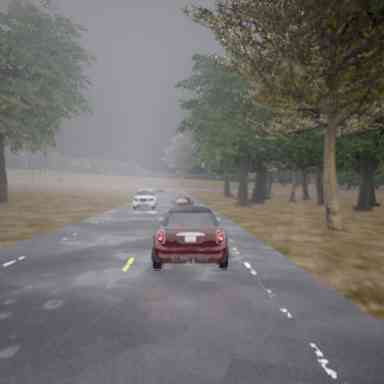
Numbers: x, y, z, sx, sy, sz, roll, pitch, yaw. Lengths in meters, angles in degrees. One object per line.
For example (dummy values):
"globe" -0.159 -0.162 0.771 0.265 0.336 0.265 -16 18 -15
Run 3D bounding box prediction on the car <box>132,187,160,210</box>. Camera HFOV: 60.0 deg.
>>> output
"car" -4.839 0.717 34.588 2.150 2.045 5.566 0 0 -3

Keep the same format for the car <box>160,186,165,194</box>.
"car" -7.185 -0.463 75.292 1.837 1.490 4.892 0 2 -3

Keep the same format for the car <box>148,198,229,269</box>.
"car" -0.081 1.225 10.807 2.097 1.767 4.553 0 1 -1
